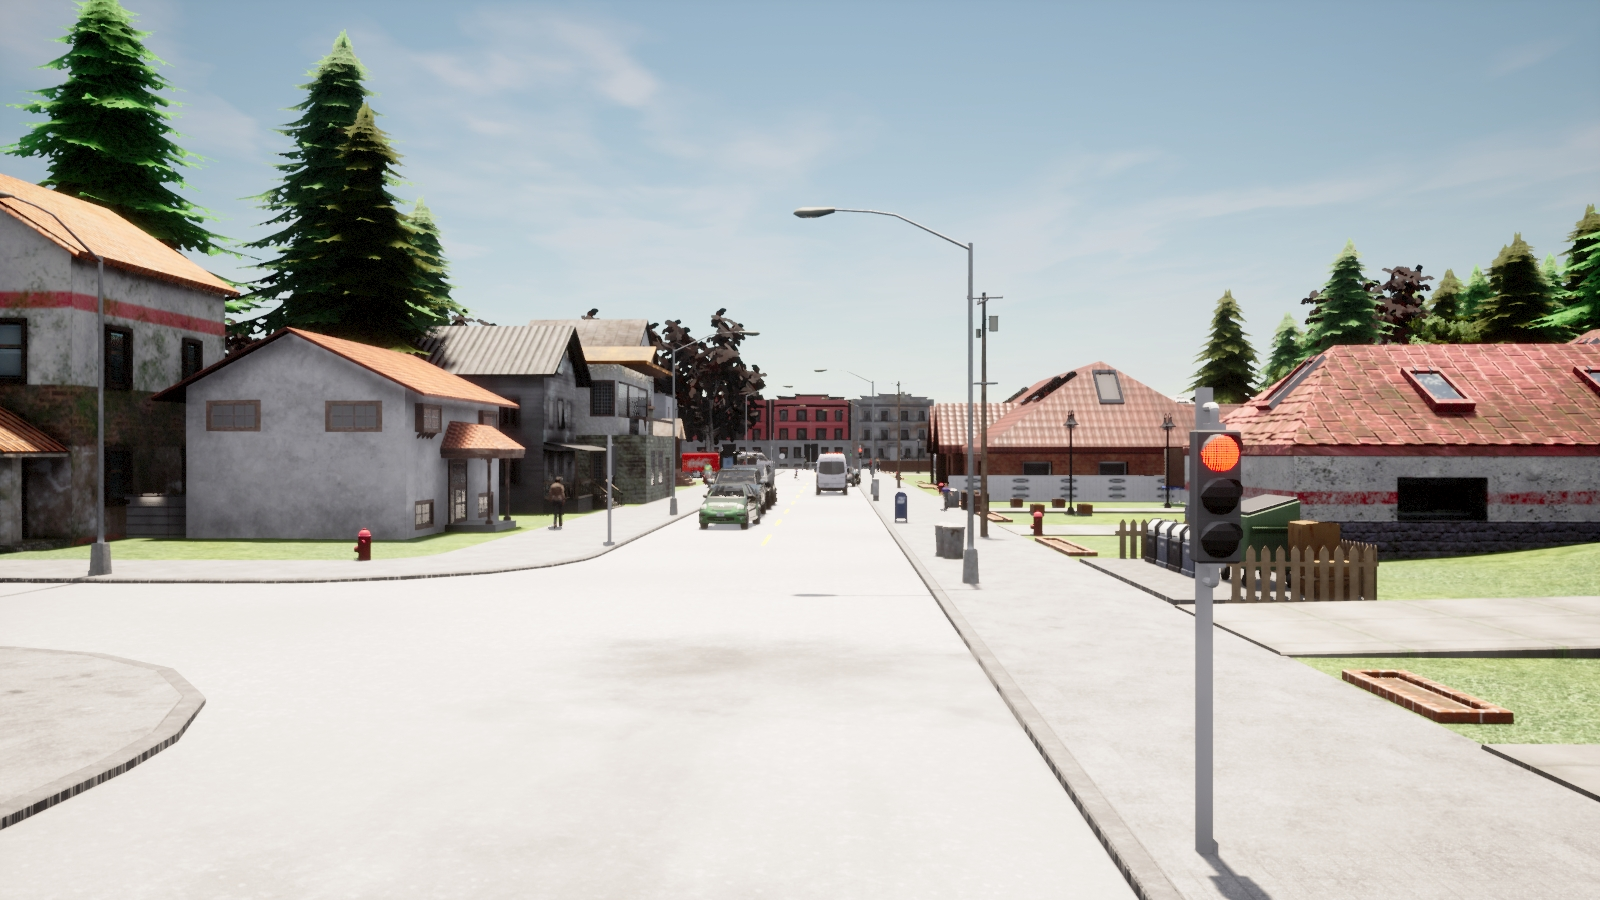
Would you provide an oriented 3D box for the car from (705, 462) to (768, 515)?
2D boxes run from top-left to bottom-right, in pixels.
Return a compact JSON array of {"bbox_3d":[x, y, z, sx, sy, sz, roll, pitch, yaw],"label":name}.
[{"bbox_3d":[-2.626,1.559,48.404,2.150,2.045,5.566,0,0,2],"label":"car"}]

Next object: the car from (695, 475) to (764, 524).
[{"bbox_3d":[-2.533,1.779,41.798,1.851,1.617,3.988,0,0,7],"label":"car"}]

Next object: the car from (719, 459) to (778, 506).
[{"bbox_3d":[-2.451,1.534,55.813,2.390,2.098,6.274,0,0,2],"label":"car"}]

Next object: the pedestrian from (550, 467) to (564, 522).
[{"bbox_3d":[-8.279,1.525,38.937,0.375,1.860,0.375,0,0,2],"label":"pedestrian"}]

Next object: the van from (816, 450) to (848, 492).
[{"bbox_3d":[2.035,1.315,73.194,1.988,2.561,5.915,0,0,2],"label":"van"}]

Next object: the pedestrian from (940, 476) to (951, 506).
[{"bbox_3d":[6.430,1.803,50.444,0.375,1.300,0.375,0,0,-6],"label":"pedestrian"}]
